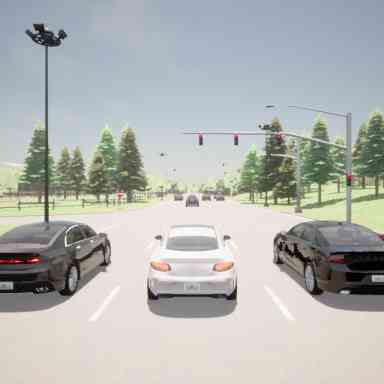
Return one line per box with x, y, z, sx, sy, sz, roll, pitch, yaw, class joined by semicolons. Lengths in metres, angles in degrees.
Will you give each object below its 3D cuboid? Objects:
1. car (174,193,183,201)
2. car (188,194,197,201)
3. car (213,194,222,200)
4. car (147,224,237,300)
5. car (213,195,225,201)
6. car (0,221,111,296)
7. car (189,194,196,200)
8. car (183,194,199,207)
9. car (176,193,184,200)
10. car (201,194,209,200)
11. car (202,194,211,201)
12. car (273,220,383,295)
-3.400;1.544;83.155;1.994;1.385;4.181;0;0;0;car
0.100;1.348;83.154;2.097;1.767;4.553;0;0;0;car
7.112;1.385;93.179;1.994;1.385;4.181;0;0;0;car
0.016;1.526;8.252;1.812;1.442;4.674;0;0;0;car
7.100;1.517;82.759;2.128;1.511;4.902;0;0;0;car
-3.479;1.505;8.646;1.837;1.490;4.892;0;0;0;car
0.112;1.332;93.188;1.837;1.490;4.892;0;0;0;car
0.063;1.352;52.125;2.097;1.767;4.553;0;0;0;car
-3.388;1.188;93.162;2.097;1.767;4.553;0;0;0;car
3.612;1.372;93.183;2.033;1.411;5.357;0;0;0;car
3.600;1.348;83.150;2.097;1.767;4.553;0;0;0;car
3.522;1.478;8.743;1.882;1.535;5.008;0;0;0;car
